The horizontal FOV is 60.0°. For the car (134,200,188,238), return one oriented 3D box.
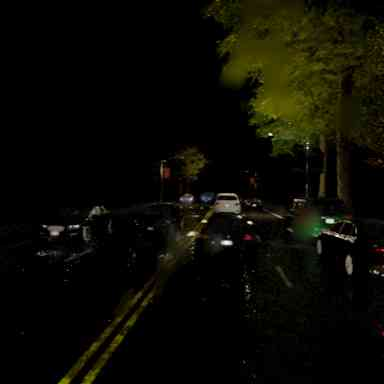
[{"bbox_3d":[-1.623,1.385,17.535,1.882,1.535,5.008,1,0,6],"label":"car"}]

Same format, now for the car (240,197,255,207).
[{"bbox_3d":[8.691,1.527,52.249,2.033,1.411,5.357,1,0,6],"label":"car"}]

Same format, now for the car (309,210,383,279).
[{"bbox_3d":[5.204,1.554,10.102,1.837,1.490,4.892,1,0,6],"label":"car"}]

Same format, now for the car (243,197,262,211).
[{"bbox_3d":[7.589,1.552,41.222,1.994,1.385,4.181,1,0,6],"label":"car"}]

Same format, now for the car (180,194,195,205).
[{"bbox_3d":[-0.747,1.162,56.273,2.097,1.767,4.553,1,0,6],"label":"car"}]

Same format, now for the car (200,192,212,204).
[{"bbox_3d":[2.737,1.086,58.179,2.150,2.045,5.566,1,0,7],"label":"car"}]

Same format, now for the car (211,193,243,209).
[{"bbox_3d":[3.171,1.168,29.998,2.150,2.045,5.566,1,0,6],"label":"car"}]

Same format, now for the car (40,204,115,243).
[{"bbox_3d":[-5.113,1.348,15.456,2.128,1.511,4.902,1,0,6],"label":"car"}]

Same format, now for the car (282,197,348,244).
[{"bbox_3d":[5.845,1.263,16.097,2.150,2.045,5.566,1,0,6],"label":"car"}]

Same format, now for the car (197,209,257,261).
[{"bbox_3d":[1.285,1.539,12.265,1.994,1.385,4.181,1,0,6],"label":"car"}]
